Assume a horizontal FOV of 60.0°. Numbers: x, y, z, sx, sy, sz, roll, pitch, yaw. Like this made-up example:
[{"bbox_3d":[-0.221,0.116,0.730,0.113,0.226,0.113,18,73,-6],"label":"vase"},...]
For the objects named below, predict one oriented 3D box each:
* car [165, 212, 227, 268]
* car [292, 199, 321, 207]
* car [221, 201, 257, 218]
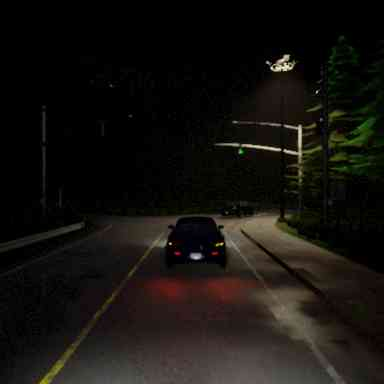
[{"bbox_3d":[0.136,1.566,11.302,1.812,1.442,4.674,0,0,1],"label":"car"},{"bbox_3d":[15.645,1.636,43.885,5.008,1.535,1.882,0,0,-15],"label":"car"},{"bbox_3d":[4.473,1.607,31.215,2.128,1.511,4.902,-1,0,35],"label":"car"}]
